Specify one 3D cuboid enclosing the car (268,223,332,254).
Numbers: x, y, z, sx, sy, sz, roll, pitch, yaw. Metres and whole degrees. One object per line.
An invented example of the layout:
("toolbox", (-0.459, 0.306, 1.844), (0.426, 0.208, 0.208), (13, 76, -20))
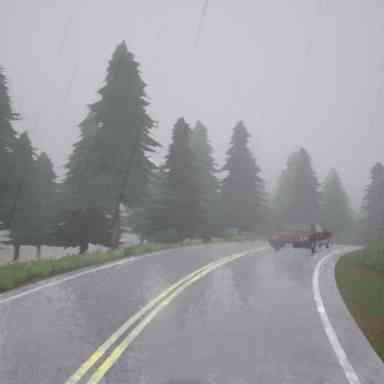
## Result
("car", (5.256, 2.099, 15.694), (1.895, 1.301, 4.718), (-2, -5, 33))
